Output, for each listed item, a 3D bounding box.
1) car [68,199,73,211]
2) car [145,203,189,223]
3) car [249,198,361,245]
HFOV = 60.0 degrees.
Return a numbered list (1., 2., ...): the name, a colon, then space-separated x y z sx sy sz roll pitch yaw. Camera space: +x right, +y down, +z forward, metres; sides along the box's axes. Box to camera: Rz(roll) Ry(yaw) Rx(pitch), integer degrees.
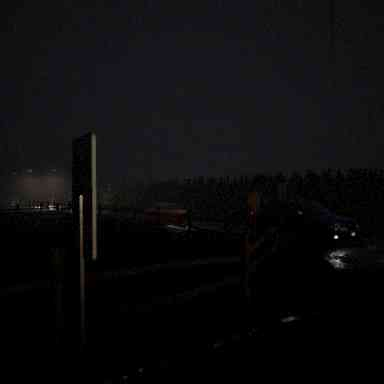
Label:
1. car: -15.549 1.671 45.830 2.097 1.767 4.553 0 0 -35
2. car: -1.991 1.661 26.772 1.882 1.535 5.008 0 0 -35
3. car: 5.319 1.391 16.495 2.150 2.045 5.566 0 2 -35
